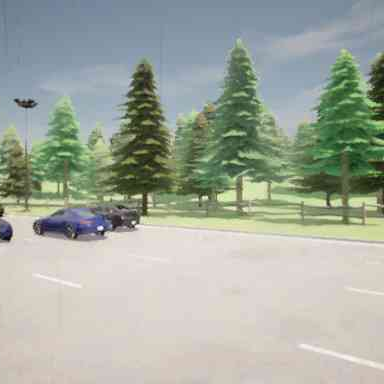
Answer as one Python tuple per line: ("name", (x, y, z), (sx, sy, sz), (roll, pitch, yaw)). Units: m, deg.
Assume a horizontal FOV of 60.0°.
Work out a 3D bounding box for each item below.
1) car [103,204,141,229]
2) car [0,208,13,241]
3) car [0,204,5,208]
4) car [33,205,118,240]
("car", (-5.355, 1.523, 20.706), (4.892, 1.490, 1.837), (0, 0, 36))
("car", (-10.227, 1.583, 15.584), (4.181, 1.385, 1.994), (0, 0, 36))
("car", (-18.992, 1.528, 30.433), (4.902, 1.511, 2.128), (0, 0, 36))
("car", (-6.192, 1.542, 17.003), (4.674, 1.442, 1.812), (0, 0, 36))
